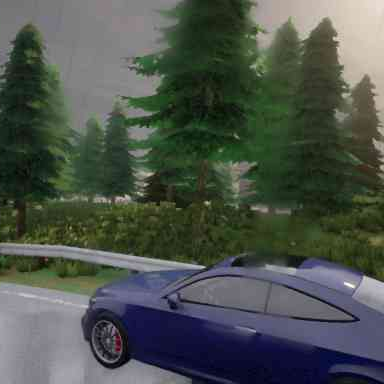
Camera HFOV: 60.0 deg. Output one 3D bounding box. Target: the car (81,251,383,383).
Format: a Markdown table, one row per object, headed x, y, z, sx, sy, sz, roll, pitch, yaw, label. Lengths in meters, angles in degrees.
| x | y | z | sx | sy | sz | roll | pitch | yaw | label |
| --- | --- | --- | --- | --- | --- | --- | --- | --- | --- |
| 0.726 | 1.500 | 4.117 | 4.674 | 1.442 | 1.812 | 1 | 1 | 31 | car |
